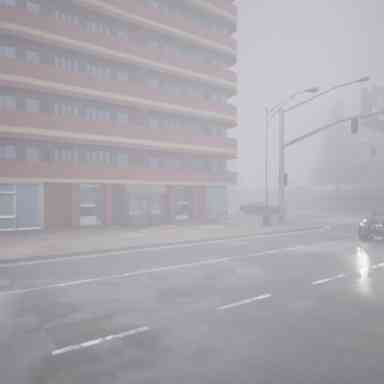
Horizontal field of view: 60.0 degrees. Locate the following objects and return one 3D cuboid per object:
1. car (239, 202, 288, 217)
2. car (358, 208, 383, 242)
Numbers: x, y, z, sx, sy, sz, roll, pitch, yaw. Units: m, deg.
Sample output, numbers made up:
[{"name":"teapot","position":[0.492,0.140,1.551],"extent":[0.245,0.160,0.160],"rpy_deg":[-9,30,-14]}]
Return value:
[{"name":"car","position":[6.844,1.601,32.043],"extent":[1.895,1.301,4.718],"rpy_deg":[0,0,-36]},{"name":"car","position":[9.612,1.353,15.230],"extent":[4.553,1.767,2.097],"rpy_deg":[0,0,-36]}]
